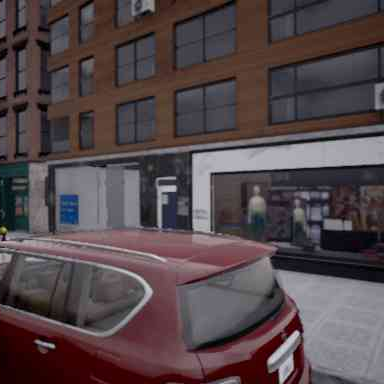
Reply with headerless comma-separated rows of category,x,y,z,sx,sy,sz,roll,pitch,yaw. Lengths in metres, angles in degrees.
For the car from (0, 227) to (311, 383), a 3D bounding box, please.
car,-1.285,1.339,3.723,5.009,1.841,2.192,-1,0,35
